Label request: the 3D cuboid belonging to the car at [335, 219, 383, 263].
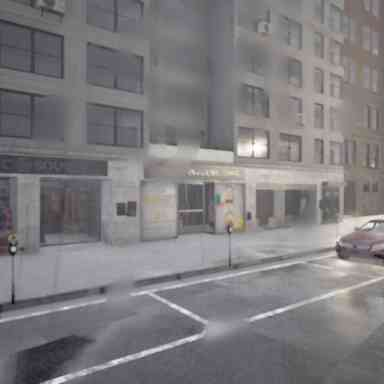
[{"bbox_3d":[6.626,1.580,11.308,4.206,1.307,1.802,0,0,-36],"label":"car"}]
